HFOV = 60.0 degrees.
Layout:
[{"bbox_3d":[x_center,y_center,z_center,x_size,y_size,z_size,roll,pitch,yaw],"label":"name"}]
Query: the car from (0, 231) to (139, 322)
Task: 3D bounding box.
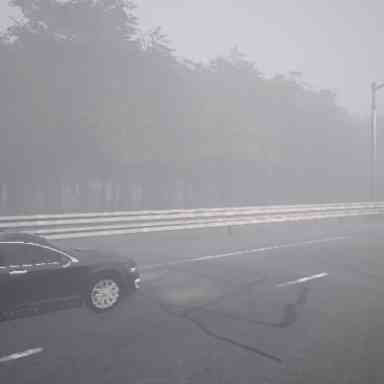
[{"bbox_3d":[-3.306,1.471,5.915,4.892,1.490,1.837,0,0,-37],"label":"car"}]
